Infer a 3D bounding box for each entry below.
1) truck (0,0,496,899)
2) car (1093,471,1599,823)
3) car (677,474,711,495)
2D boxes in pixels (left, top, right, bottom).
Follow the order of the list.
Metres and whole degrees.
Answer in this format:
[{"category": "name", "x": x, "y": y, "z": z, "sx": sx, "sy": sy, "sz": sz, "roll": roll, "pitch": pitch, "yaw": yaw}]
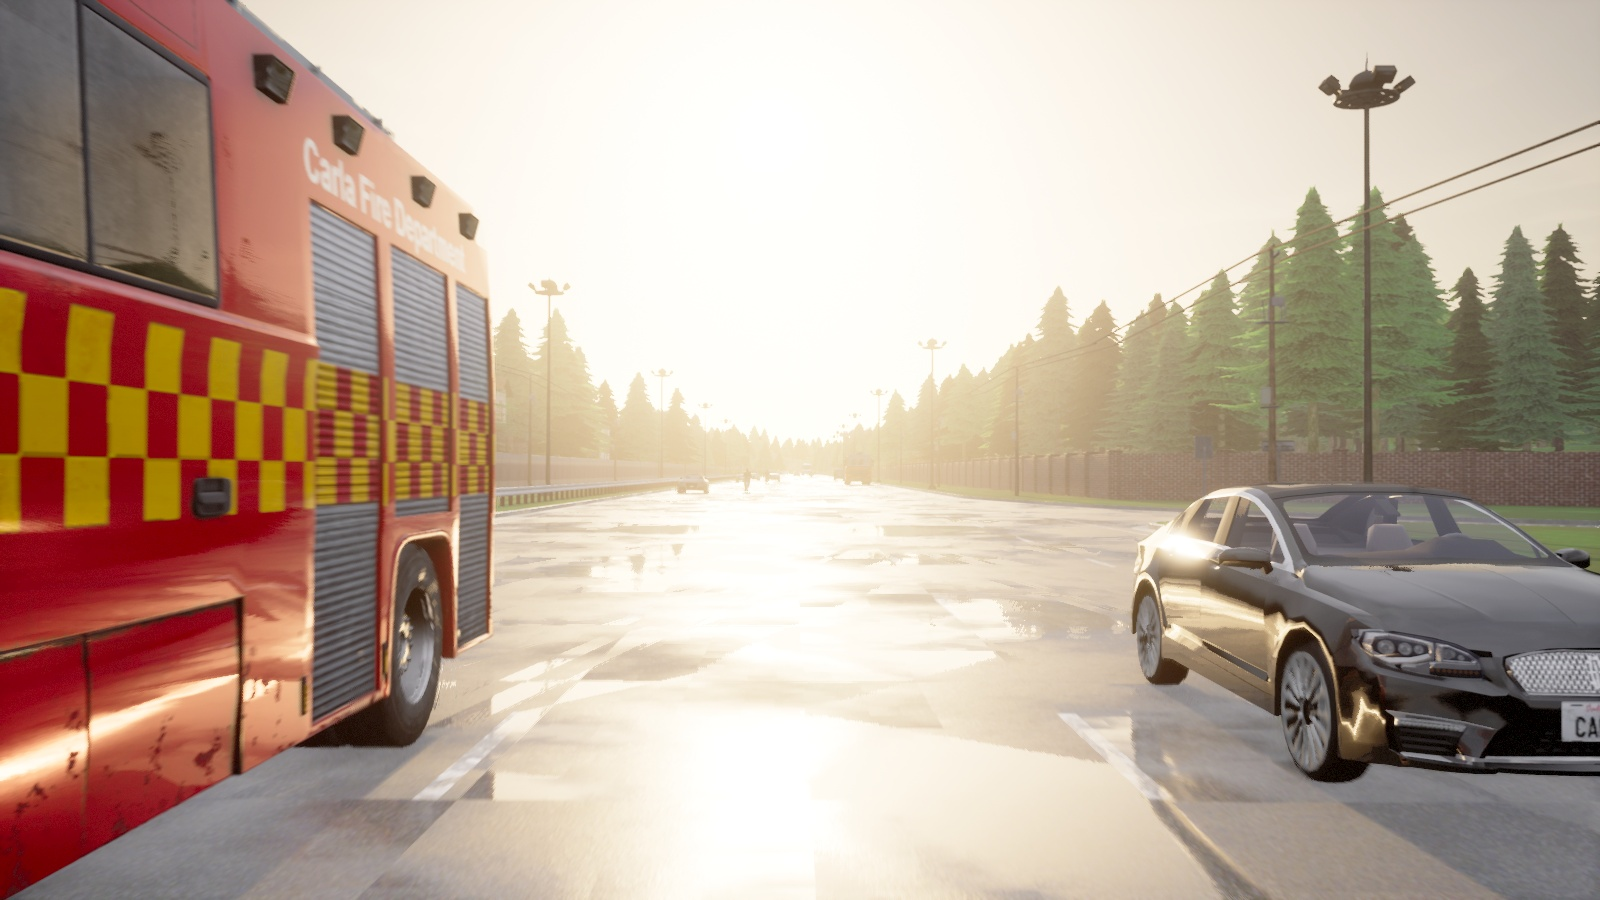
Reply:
[{"category": "truck", "x": -3.511, "y": -0.263, "z": 4.386, "sx": 2.891, "sy": 3.827, "sz": 8.468, "roll": 0, "pitch": -1, "yaw": 0}, {"category": "car", "x": 3.476, "y": 0.889, "z": 7.870, "sx": 2.128, "sy": 1.511, "sz": 4.902, "roll": 0, "pitch": -1, "yaw": 0}, {"category": "car", "x": -7.205, "y": 2.342, "z": 85.696, "sx": 1.994, "sy": 1.385, "sz": 4.181, "roll": 0, "pitch": -1, "yaw": 0}]
